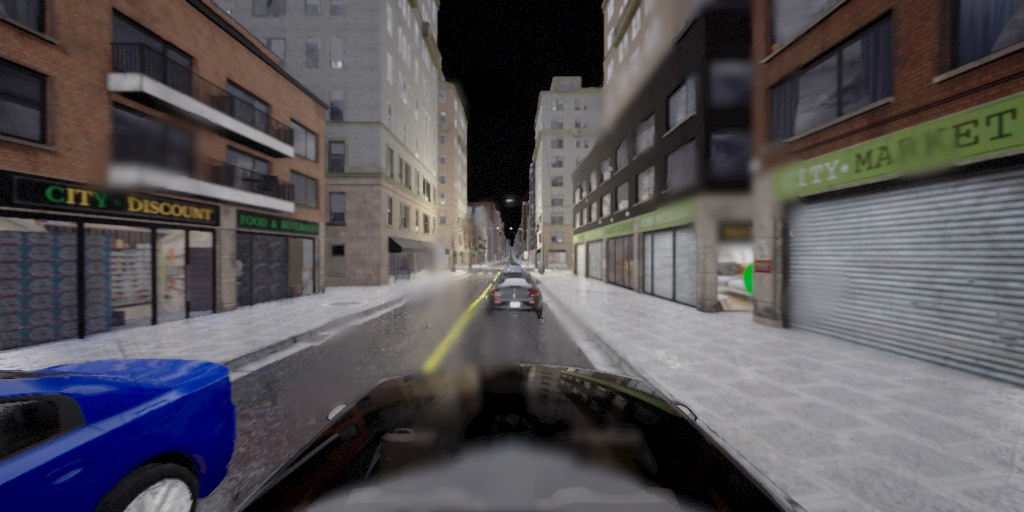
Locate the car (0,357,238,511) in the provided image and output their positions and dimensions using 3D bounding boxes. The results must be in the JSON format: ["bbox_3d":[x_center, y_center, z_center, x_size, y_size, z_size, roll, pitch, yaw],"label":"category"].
[{"bbox_3d":[-3.096,1.225,0.707,1.882,1.535,5.008,0,0,0],"label":"car"}]

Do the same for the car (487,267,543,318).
[{"bbox_3d":[0.102,1.307,13.119,1.812,1.442,4.674,0,0,0],"label":"car"}]

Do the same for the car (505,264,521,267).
[{"bbox_3d":[0.084,1.369,29.933,2.033,1.411,5.357,0,0,0],"label":"car"}]
